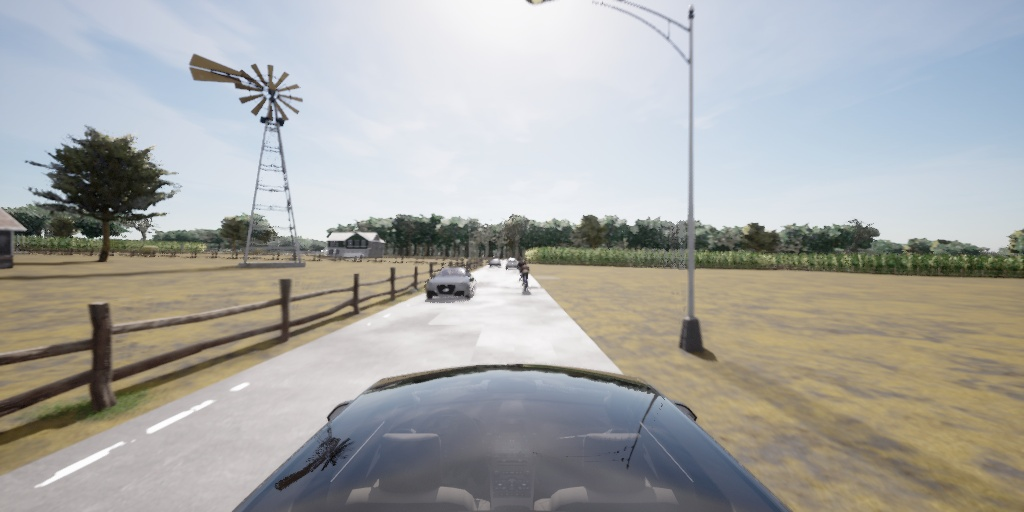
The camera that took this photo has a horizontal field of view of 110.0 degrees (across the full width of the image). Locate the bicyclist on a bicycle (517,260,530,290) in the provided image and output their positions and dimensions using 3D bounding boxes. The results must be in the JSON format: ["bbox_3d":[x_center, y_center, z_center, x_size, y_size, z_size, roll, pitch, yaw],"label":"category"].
[{"bbox_3d":[0.747,1.164,19.836,0.582,1.620,1.656,0,0,0],"label":"bicyclist on a bicycle"}]

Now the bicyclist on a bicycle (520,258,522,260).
[{"bbox_3d":[0.740,1.061,29.006,0.659,1.776,1.843,0,0,0],"label":"bicyclist on a bicycle"}]

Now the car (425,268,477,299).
[{"bbox_3d":[-2.857,1.280,17.528,1.994,1.385,4.181,0,0,0],"label":"car"}]

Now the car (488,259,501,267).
[{"bbox_3d":[-2.816,1.179,60.351,1.994,1.385,4.181,0,0,1],"label":"car"}]

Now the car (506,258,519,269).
[{"bbox_3d":[0.034,1.238,52.478,1.895,1.301,4.718,0,0,0],"label":"car"}]
